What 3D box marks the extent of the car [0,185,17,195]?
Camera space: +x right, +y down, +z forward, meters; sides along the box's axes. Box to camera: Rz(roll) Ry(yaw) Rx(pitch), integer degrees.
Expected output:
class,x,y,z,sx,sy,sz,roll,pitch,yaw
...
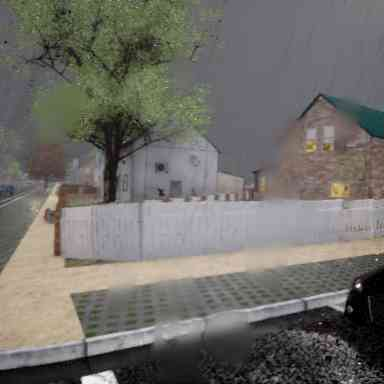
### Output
class,x,y,z,sx,sy,sz,roll,pitch,yaw
car,-26.737,-0.354,48.287,2.033,1.411,5.357,2,1,-22

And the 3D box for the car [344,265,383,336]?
class,x,y,z,sx,sy,sz,roll,pitch,yaw
car,4.492,1.497,5.360,4.181,1.385,1.994,0,2,-28
